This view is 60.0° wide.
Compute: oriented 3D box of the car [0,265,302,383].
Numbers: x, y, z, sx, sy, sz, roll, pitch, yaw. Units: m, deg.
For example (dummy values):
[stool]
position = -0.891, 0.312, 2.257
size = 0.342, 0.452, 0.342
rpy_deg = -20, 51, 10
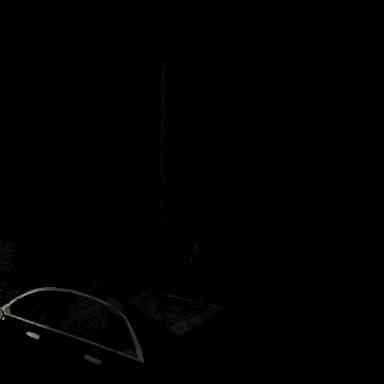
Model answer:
[car]
position = -1.045, 1.553, 3.822
size = 4.403, 1.369, 2.008
rpy_deg = 0, 0, 36
